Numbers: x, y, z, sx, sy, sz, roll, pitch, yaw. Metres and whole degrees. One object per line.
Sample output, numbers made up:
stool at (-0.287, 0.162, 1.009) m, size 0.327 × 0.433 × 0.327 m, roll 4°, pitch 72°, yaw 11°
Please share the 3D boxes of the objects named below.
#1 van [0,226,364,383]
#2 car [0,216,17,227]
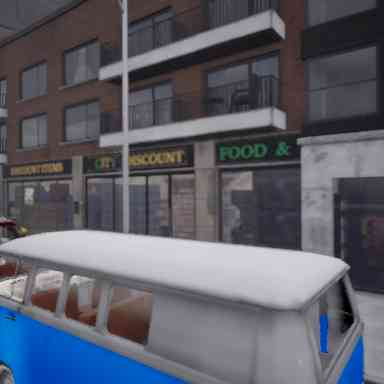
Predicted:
van at (-0.509, 1.352, 3.217) m, size 3.998 × 1.788 × 1.690 m, roll 0°, pitch 0°, yaw 36°
car at (-5.106, 1.354, 6.514) m, size 5.009 × 1.841 × 2.192 m, roll 0°, pitch 0°, yaw 36°
